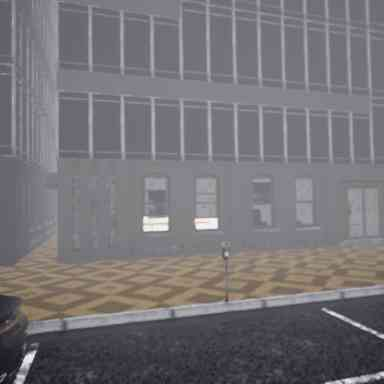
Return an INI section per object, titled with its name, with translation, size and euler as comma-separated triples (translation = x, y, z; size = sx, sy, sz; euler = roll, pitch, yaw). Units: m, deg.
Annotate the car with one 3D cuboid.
[car]
translation = -4.231, 1.744, 3.630
size = 4.403, 1.369, 2.008
euler = 0, -2, -16
